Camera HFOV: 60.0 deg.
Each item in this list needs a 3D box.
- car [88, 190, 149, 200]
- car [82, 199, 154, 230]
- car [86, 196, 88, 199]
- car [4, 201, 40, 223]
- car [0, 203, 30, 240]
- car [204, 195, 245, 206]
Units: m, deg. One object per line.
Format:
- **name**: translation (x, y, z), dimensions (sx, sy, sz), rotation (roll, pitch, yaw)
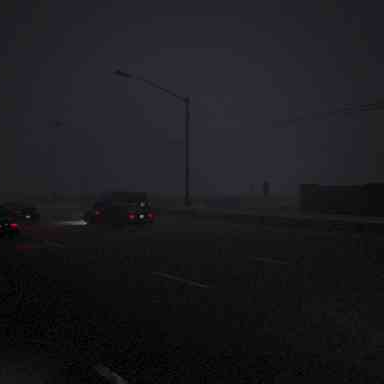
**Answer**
- **car**: translation (-5.471, 0.977, 25.697), dimensions (5.566, 2.045, 2.150), rotation (1, 1, 44)
- **car**: translation (-4.536, 1.357, 19.877), dimensions (5.357, 1.411, 2.033), rotation (1, 1, 44)
- **car**: translation (-10.568, 0.822, 41.626), dimensions (5.566, 2.045, 2.150), rotation (0, 1, 2)
- **car**: translation (-11.652, 1.299, 21.955), dimensions (4.674, 1.442, 1.812), rotation (1, 1, 44)
- **car**: translation (-9.439, 1.390, 14.883), dimensions (5.357, 1.411, 2.033), rotation (1, 1, 44)
- **car**: translation (4.322, 1.161, 44.234), dimensions (5.357, 1.411, 2.033), rotation (0, 1, -18)
